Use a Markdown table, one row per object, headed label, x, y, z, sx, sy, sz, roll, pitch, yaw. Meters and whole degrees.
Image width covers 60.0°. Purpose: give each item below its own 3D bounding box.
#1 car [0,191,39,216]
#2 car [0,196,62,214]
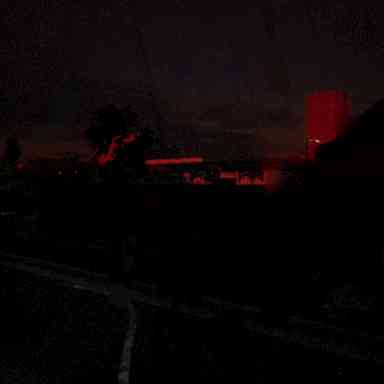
| label | x | y | z | sx | sy | sz | roll | pitch | yaw |
| --- | --- | --- | --- | --- | --- | --- | --- | --- | --- |
| car | -15.108 | 0.946 | 27.744 | 2.150 | 2.045 | 5.566 | 1 | 1 | 36 |
| car | -15.832 | 1.210 | 32.790 | 2.033 | 1.411 | 5.357 | 1 | 1 | 34 |
